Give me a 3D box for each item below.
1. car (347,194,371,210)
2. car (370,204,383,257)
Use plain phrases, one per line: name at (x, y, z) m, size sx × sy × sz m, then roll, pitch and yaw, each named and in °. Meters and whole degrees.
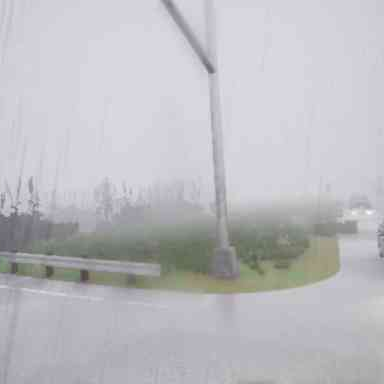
car at (15.966, 0.904, 31.883) m, size 2.033 × 1.411 × 5.357 m, roll -4°, pitch -1°, yaw 23°
car at (6.034, 1.291, 8.650) m, size 1.837 × 1.490 × 4.892 m, roll -4°, pitch 1°, yaw 23°
